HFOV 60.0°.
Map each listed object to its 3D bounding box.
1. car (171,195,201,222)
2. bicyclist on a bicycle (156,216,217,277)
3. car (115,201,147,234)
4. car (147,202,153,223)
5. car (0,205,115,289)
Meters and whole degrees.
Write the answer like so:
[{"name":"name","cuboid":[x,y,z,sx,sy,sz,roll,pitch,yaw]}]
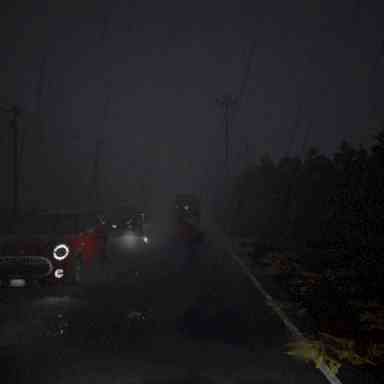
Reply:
[{"name":"car","cuboid":[-0.443,1.215,26.182,2.150,2.045,5.566,0,0,-1]},{"name":"bicyclist on a bicycle","cuboid":[-0.152,1.451,8.828,1.656,1.620,0.582,-1,0,-1]},{"name":"car","cuboid":[-3.989,1.501,19.360,1.837,1.490,4.892,0,0,-1]},{"name":"car","cuboid":[-4.059,1.500,25.743,1.837,1.490,4.892,0,0,-1]},{"name":"car","cuboid":[-3.779,1.349,9.354,2.097,1.767,4.553,0,0,-1]}]
